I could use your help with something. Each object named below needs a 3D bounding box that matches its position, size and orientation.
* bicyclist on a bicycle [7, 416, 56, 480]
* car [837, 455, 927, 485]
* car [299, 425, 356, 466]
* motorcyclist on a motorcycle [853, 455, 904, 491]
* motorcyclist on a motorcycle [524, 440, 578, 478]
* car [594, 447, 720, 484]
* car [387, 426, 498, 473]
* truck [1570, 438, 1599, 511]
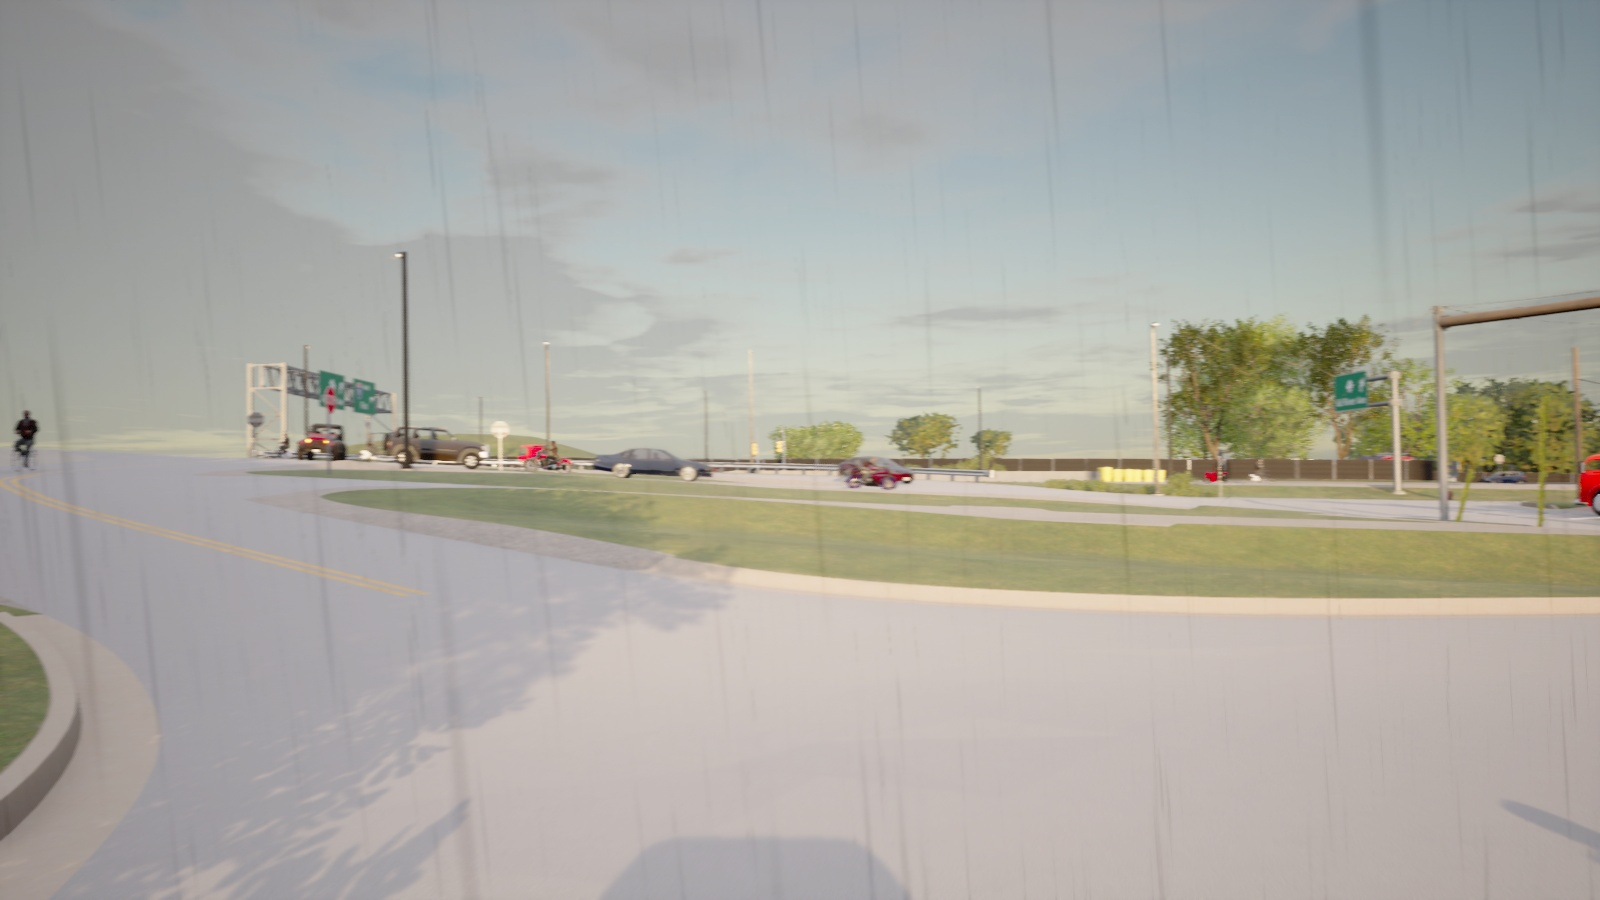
[{"bbox_3d":[-21.893,-0.073,35.800,0.659,1.776,1.843,0,0,-14],"label":"bicyclist on a bicycle"},{"bbox_3d":[4.435,1.061,68.735,2.163,1.488,4.792,-1,1,-40],"label":"car"},{"bbox_3d":[-23.512,-0.188,62.631,1.905,1.878,3.866,3,-1,-10],"label":"car"},{"bbox_3d":[3.503,1.045,56.455,2.191,1.530,0.866,2,-1,-1],"label":"motorcyclist on a motorcycle"},{"bbox_3d":[-11.913,0.436,60.031,2.350,1.649,0.766,3,-1,0],"label":"motorcyclist on a motorcycle"},{"bbox_3d":[-6.388,0.696,56.488,5.357,1.411,2.033,2,-1,0],"label":"car"},{"bbox_3d":[-16.018,0.007,56.371,4.605,1.855,1.932,3,-1,-15],"label":"car"},{"bbox_3d":[29.000,0.836,41.764,2.627,2.467,5.204,-1,1,-26],"label":"truck"}]
